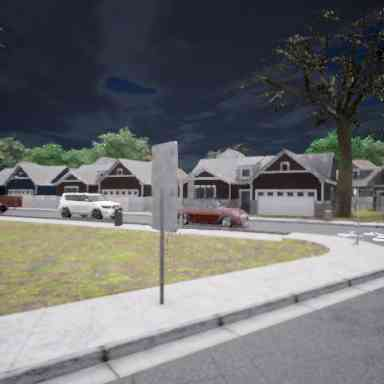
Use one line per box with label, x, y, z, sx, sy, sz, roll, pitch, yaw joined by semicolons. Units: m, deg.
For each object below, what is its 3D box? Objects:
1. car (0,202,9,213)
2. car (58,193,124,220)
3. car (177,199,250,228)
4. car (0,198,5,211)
car;-20.127;1.428;32.531;4.718;1.301;1.895;0;0;28
car;-7.997;1.094;26.102;5.566;2.045;2.150;1;0;29
car;1.298;1.266;20.851;4.553;1.767;2.097;0;0;30
car;-23.824;1.364;37.690;5.357;1.411;2.033;0;0;28
